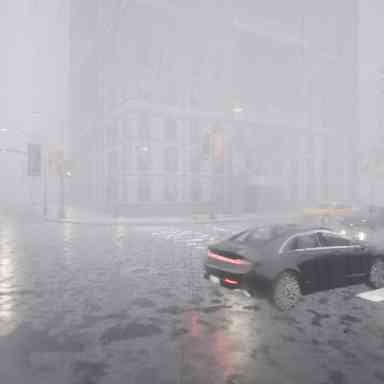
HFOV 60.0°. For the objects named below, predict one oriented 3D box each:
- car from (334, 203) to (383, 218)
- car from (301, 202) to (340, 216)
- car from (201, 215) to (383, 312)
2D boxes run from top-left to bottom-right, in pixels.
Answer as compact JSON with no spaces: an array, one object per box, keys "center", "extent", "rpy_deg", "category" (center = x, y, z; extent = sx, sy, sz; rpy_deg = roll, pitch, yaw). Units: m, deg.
[{"center":[11.729,1.547,20.940],"extent":[5.357,1.411,2.033],"rpy_deg":[0,0,-29],"category":"car"},{"center":[10.041,1.478,24.001],"extent":[5.008,1.535,1.882],"rpy_deg":[0,0,-29],"category":"car"},{"center":[2.550,1.497,7.668],"extent":[4.902,1.511,2.128],"rpy_deg":[0,0,-29],"category":"car"}]
